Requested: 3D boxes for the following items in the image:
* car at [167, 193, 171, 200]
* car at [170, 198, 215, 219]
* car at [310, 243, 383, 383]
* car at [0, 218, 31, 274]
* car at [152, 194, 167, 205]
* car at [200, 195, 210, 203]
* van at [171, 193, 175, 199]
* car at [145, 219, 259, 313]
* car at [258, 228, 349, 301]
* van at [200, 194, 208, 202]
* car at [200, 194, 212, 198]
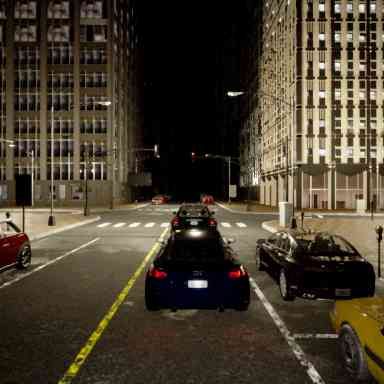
[{"bbox_3d":[-5.749,1.251,63.044,2.192,1.841,5.009,0,0,0],"label":"car"},{"bbox_3d":[0.090,1.346,16.390,2.097,1.767,4.553,0,0,0],"label":"car"},{"bbox_3d":[2.690,1.525,2.603,1.752,1.417,4.829,0,0,0],"label":"car"},{"bbox_3d":[-5.693,1.439,8.095,1.967,1.590,4.097,0,0,0],"label":"car"},{"bbox_3d":[-5.813,1.388,57.358,1.967,1.590,4.097,0,0,0],"label":"car"},{"bbox_3d":[2.657,1.363,68.729,1.967,1.590,4.097,0,0,0],"label":"car"},{"bbox_3d":[-5.729,1.236,80.099,1.690,1.788,3.998,0,0,0],"label":"van"},{"bbox_3d":[0.098,1.563,7.757,1.994,1.385,4.181,0,0,0],"label":"car"},{"bbox_3d":[2.687,1.549,8.101,2.008,1.369,4.403,0,0,0],"label":"car"},{"bbox_3d":[2.655,1.250,74.414,1.690,1.788,3.998,0,0,0],"label":"van"},{"bbox_3d":[2.758,1.388,57.361,1.967,1.590,4.097,0,0,0],"label":"car"}]
